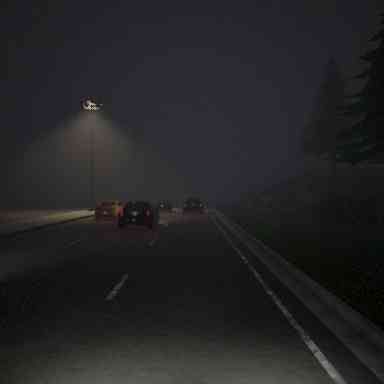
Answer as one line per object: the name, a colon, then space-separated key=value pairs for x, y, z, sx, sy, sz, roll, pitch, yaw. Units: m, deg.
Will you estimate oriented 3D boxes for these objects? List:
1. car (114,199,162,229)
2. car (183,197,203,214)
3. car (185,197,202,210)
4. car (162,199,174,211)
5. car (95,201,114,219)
car: x=-3.394 y=1.352 z=21.827 sx=2.097 sy=1.767 sz=4.553 roll=0 pitch=0 yaw=0
car: x=0.108 y=1.352 z=35.371 sx=2.097 sy=1.767 sz=4.553 roll=0 pitch=0 yaw=0
car: x=0.281 y=1.491 z=44.583 sx=2.128 sy=1.511 sz=4.902 roll=0 pitch=0 yaw=2
car: x=-3.353 y=1.564 z=39.838 sx=1.994 sy=1.385 sz=4.181 roll=0 pitch=0 yaw=1
car: x=-6.892 y=1.477 z=28.768 sx=1.882 sy=1.535 sz=5.008 roll=0 pitch=0 yaw=0
